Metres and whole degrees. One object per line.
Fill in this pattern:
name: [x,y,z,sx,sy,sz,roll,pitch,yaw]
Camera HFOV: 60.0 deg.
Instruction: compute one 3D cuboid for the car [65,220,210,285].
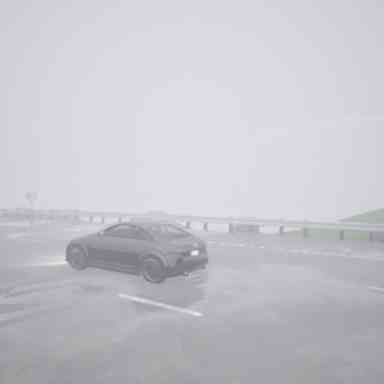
car: [-1.604,1.489,9.353,4.181,1.385,1.994,0,0,33]
